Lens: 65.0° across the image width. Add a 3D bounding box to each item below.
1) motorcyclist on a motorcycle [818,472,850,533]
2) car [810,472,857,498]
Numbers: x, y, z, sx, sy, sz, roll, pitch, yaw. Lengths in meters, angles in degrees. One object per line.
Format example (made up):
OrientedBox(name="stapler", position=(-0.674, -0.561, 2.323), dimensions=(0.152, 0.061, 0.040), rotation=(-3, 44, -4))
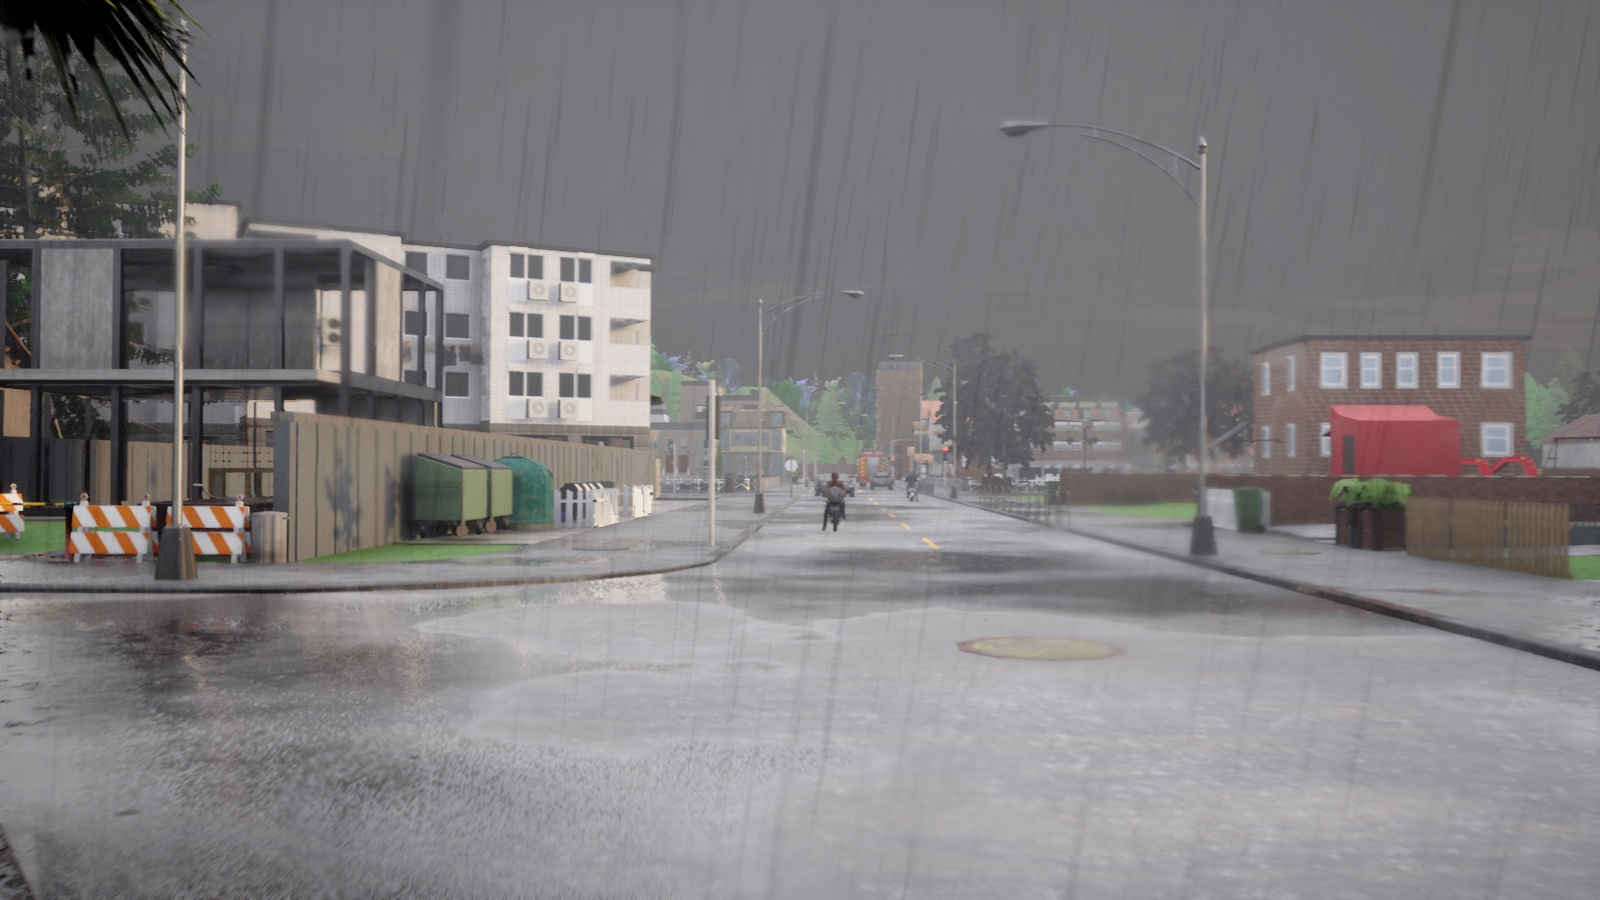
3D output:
OrientedBox(name="motorcyclist on a motorcycle", position=(0.878, 1.343, 32.797), dimensions=(0.797, 1.523, 2.044), rotation=(0, -1, 1))
OrientedBox(name="car", position=(1.968, 2.069, 75.325), dimensions=(2.163, 1.488, 4.792), rotation=(0, -1, -7))
